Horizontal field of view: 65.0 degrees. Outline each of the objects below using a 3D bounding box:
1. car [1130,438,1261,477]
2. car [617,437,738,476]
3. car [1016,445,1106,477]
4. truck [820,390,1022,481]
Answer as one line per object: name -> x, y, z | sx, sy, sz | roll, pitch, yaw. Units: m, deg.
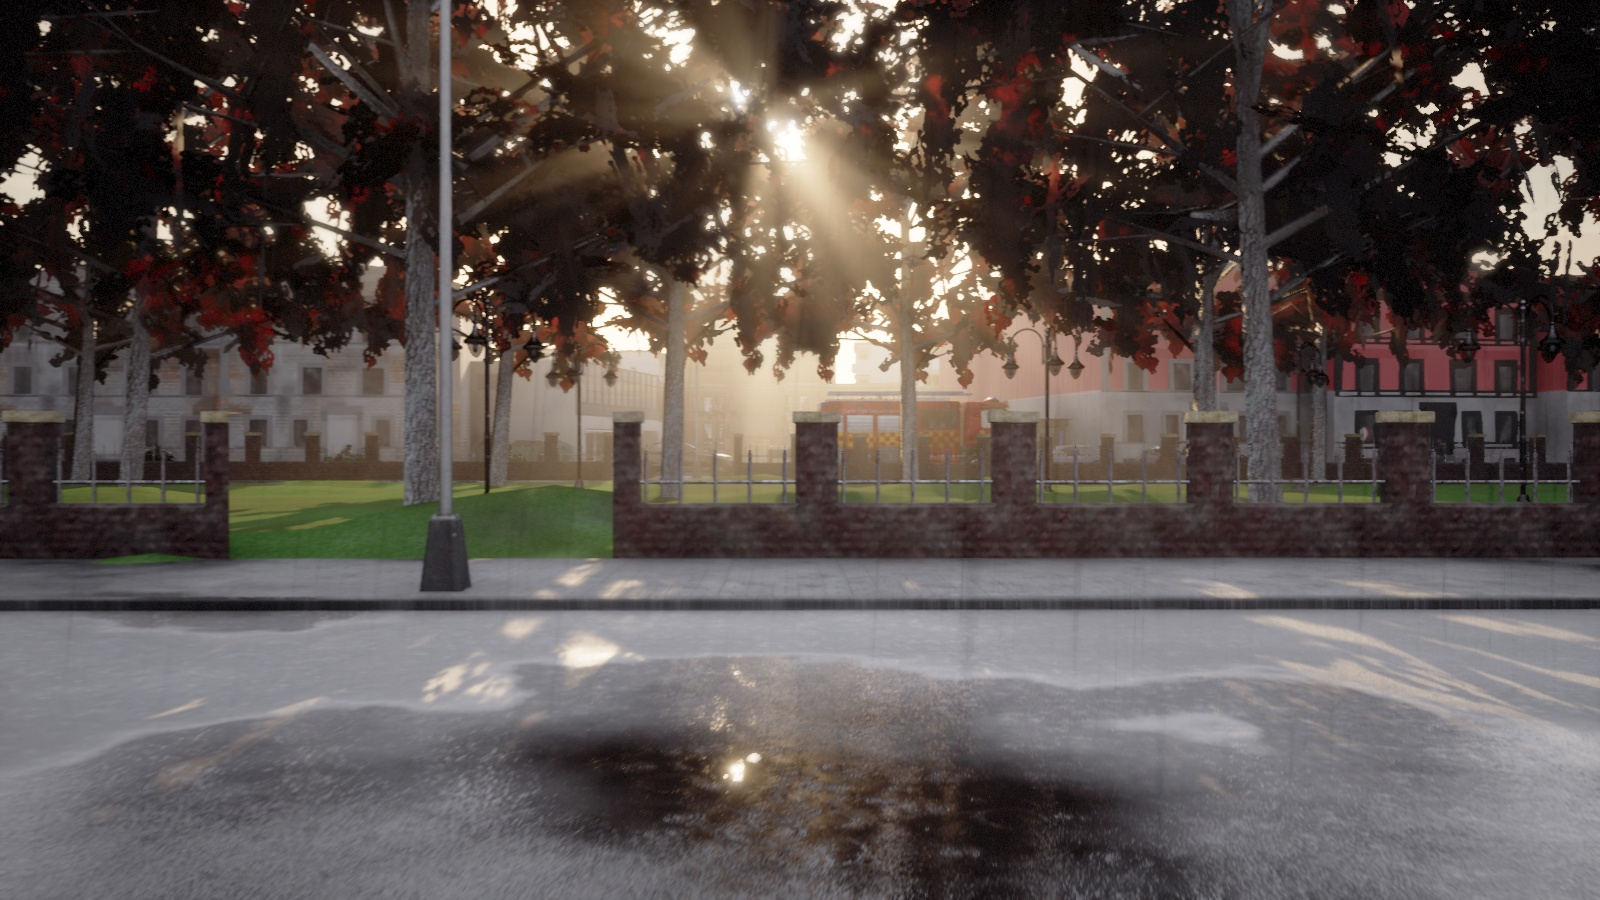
car -> 17.170, 0.330, 54.750 | 5.027, 1.651, 2.152 | 0, 0, -1
car -> -5.254, 0.291, 54.489 | 5.027, 1.651, 2.152 | 0, 0, 0
car -> 12.161, 0.491, 58.694 | 3.806, 1.475, 1.970 | 0, 0, -1
truck -> 5.135, -0.634, 54.605 | 8.468, 3.827, 2.891 | 0, 0, -1
